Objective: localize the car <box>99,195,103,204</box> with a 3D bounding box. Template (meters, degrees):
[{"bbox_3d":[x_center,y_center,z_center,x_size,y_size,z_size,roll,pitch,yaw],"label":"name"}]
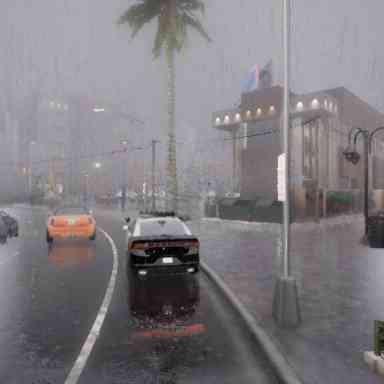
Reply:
[{"bbox_3d":[-14.576,1.237,56.454,4.553,1.767,2.185,0,0,42],"label":"car"}]

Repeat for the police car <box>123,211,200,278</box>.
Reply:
[{"bbox_3d":[-1.110,1.422,10.451,1.930,1.638,5.238,0,0,-12],"label":"police car"}]

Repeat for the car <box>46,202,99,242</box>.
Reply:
[{"bbox_3d":[-6.035,1.360,16.614,2.097,1.767,4.553,0,0,-21],"label":"car"}]

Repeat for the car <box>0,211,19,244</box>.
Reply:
[{"bbox_3d":[-9.322,1.564,15.410,1.994,1.385,4.181,0,0,-21],"label":"car"}]
